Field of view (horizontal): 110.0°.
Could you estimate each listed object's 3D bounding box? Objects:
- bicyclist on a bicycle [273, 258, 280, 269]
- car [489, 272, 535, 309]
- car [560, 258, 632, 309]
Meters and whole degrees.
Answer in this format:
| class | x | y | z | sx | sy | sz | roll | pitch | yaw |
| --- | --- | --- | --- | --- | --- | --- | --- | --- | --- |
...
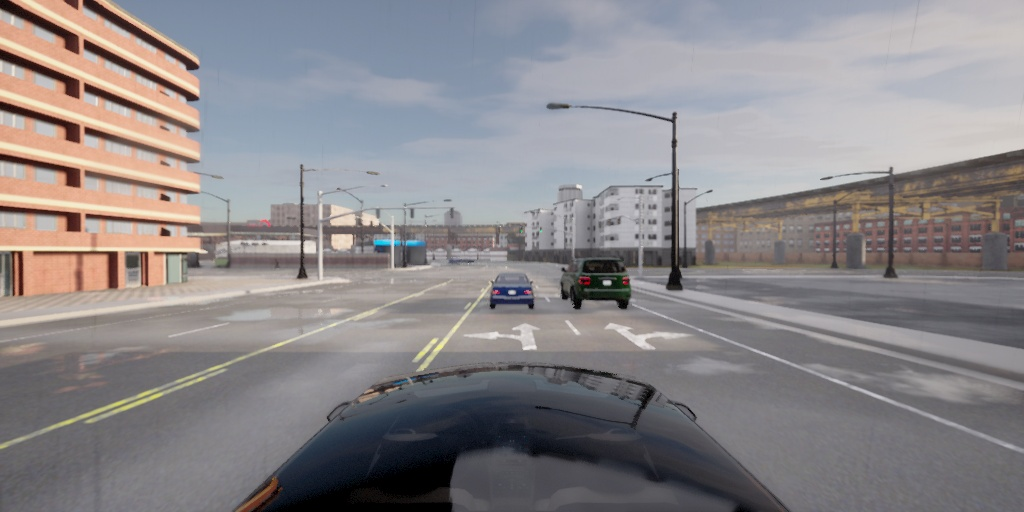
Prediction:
| class | x | y | z | sx | sy | sz | roll | pitch | yaw |
| --- | --- | --- | --- | --- | --- | --- | --- | --- | --- |
| bicyclist on a bicycle | -34.642 | 1.143 | 52.713 | 0.582 | 1.620 | 1.656 | 0 | 1 | -1 |
| car | -0.001 | 1.427 | 15.834 | 2.033 | 1.411 | 5.357 | 0 | 0 | 0 |
| car | 3.499 | 1.096 | 15.864 | 2.150 | 2.045 | 5.566 | 0 | 0 | 0 |
